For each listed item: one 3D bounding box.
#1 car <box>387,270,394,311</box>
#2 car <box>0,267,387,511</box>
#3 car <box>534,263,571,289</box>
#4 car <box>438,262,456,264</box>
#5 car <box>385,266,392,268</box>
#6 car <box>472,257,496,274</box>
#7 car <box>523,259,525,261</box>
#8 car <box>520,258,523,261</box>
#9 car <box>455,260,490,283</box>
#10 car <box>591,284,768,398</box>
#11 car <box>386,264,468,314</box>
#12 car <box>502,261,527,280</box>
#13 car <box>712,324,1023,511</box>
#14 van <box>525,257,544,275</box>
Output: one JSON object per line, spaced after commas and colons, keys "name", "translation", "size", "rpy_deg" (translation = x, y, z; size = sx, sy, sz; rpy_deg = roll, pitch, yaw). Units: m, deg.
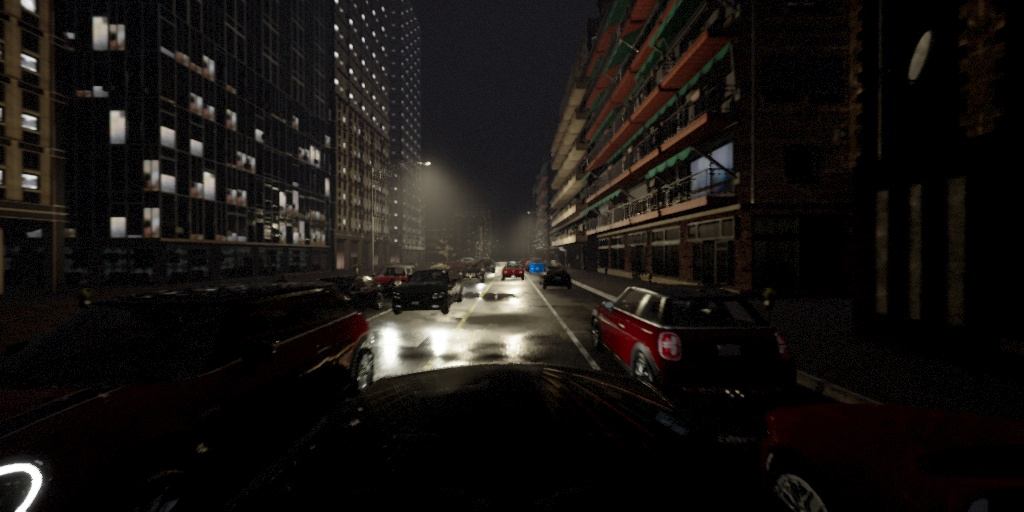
{"name": "car", "translation": [-5.692, 1.316, 11.897], "size": [1.948, 1.339, 4.313], "rpy_deg": [0, 0, 0]}
{"name": "car", "translation": [-3.082, 1.101, 3.420], "size": [2.097, 1.767, 4.553], "rpy_deg": [0, 0, 0]}
{"name": "car", "translation": [2.688, 1.321, 22.951], "size": [1.948, 1.339, 4.313], "rpy_deg": [0, 0, 0]}
{"name": "car", "translation": [-5.693, 1.283, 28.309], "size": [1.751, 1.417, 4.829], "rpy_deg": [0, 0, 0]}
{"name": "car", "translation": [-5.692, 1.192, 17.424], "size": [1.967, 1.591, 4.097], "rpy_deg": [0, 0, 0]}
{"name": "car", "translation": [-3.007, 1.116, 41.579], "size": [2.097, 1.767, 4.553], "rpy_deg": [0, 0, 0]}
{"name": "car", "translation": [2.688, 1.314, 45.062], "size": [1.888, 1.381, 4.507], "rpy_deg": [0, 0, 0]}
{"name": "car", "translation": [0.098, 1.337, 49.908], "size": [1.994, 1.385, 4.181], "rpy_deg": [0, 0, 0]}
{"name": "car", "translation": [-3.009, 1.267, 28.480], "size": [1.837, 1.490, 4.892], "rpy_deg": [0, 0, 0]}
{"name": "car", "translation": [2.688, 1.190, 6.368], "size": [1.967, 1.591, 4.097], "rpy_deg": [0, 0, 0]}
{"name": "car", "translation": [-3.078, 1.229, 13.936], "size": [1.882, 1.535, 5.008], "rpy_deg": [0, 0, 0]}
{"name": "car", "translation": [0.100, 1.361, 31.376], "size": [1.895, 1.301, 4.718], "rpy_deg": [0, 0, 0]}
{"name": "car", "translation": [2.688, 1.295, 0.841], "size": [1.888, 1.381, 4.507], "rpy_deg": [0, 0, 0]}
{"name": "van", "translation": [2.688, 1.106, 39.534], "size": [1.690, 1.789, 3.998], "rpy_deg": [0, 0, 0]}
